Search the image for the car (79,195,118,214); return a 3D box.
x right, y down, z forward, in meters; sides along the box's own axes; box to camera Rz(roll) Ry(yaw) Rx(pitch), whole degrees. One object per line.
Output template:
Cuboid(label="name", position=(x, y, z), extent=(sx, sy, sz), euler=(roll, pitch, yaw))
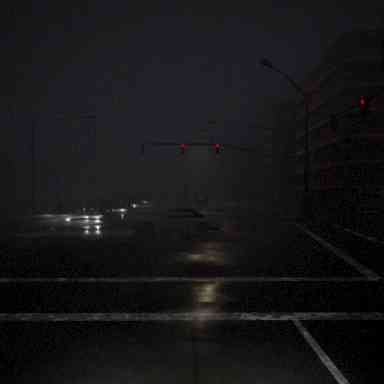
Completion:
Cuboid(label="car", position=(-9.532, 1.369, 34.327), extent=(2.128, 1.511, 4.902), euler=(0, 1, 1))

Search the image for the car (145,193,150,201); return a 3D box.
Cuboid(label="car", position=(-9.117, 0.948, 63.548), extent=(2.033, 1.411, 5.357), euler=(0, 1, 1))

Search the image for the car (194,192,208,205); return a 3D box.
Cuboid(label="car", position=(1.364, 1.121, 50.417), extent=(2.128, 1.511, 4.902), euler=(0, 1, 1))

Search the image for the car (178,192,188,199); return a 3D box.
Cuboid(label="car", position=(-1.924, 0.741, 75.859), extent=(2.033, 1.411, 5.357), euler=(0, 1, 1))

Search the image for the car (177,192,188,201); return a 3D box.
Cuboid(label="car", position=(-1.958, 0.917, 65.208), extent=(2.033, 1.411, 5.357), euler=(0, 1, 1))

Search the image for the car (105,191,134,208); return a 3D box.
Cuboid(label="car", position=(-9.418, 1.106, 43.368), extent=(2.097, 1.767, 4.553), euler=(0, 1, 1))

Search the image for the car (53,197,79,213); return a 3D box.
Cuboid(label="car", position=(-13.020, 1.346, 35.392), extent=(1.882, 1.535, 5.008), euler=(0, 1, 1))

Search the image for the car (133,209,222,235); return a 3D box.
Cuboid(label="car", position=(-0.789, 1.570, 18.055), extent=(4.718, 1.301, 1.895), euler=(0, 0, 0))

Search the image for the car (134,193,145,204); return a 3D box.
Cuboid(label="car", position=(-9.299, 1.132, 53.013), extent=(2.033, 1.411, 5.357), euler=(0, 1, 1))
